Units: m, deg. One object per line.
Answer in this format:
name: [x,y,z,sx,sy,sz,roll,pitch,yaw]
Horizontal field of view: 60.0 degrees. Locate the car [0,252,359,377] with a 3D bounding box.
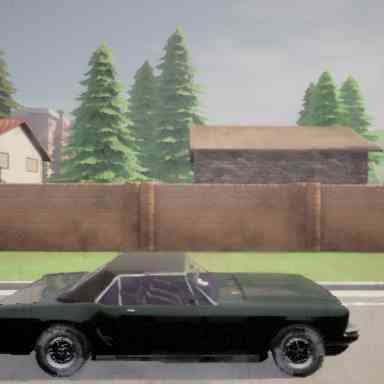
car: [-0.233,1.618,4.924,4.718,1.301,1.895,0,0,-1]
